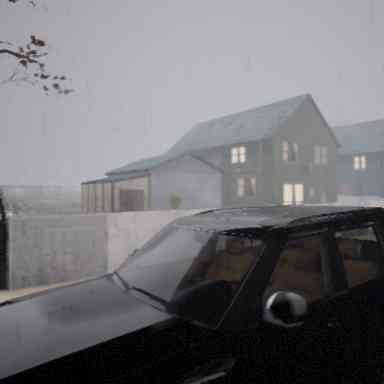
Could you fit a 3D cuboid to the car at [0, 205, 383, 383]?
[{"bbox_3d":[0.640,1.213,3.526,5.566,2.045,2.150,0,0,-35],"label":"car"}]
